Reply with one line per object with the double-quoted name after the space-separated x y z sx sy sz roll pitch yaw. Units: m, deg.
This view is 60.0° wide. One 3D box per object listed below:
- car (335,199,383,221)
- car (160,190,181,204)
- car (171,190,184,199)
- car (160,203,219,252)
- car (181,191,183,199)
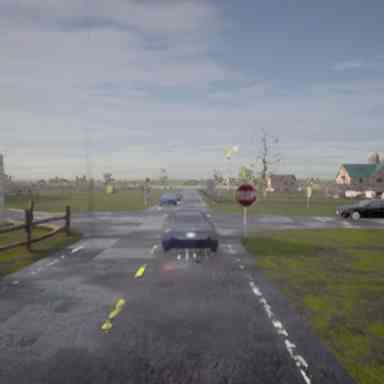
13.073 1.256 24.195 5.008 1.535 1.882 1 2 0 "car"
-2.709 0.817 39.386 1.882 1.535 5.008 0 1 1 "car"
-2.618 0.449 62.357 2.128 1.511 4.902 0 1 0 "car"
-0.176 1.347 12.903 1.994 1.385 4.181 0 1 -4 "car"
-2.687 0.735 49.487 1.994 1.385 4.181 0 1 0 "car"
